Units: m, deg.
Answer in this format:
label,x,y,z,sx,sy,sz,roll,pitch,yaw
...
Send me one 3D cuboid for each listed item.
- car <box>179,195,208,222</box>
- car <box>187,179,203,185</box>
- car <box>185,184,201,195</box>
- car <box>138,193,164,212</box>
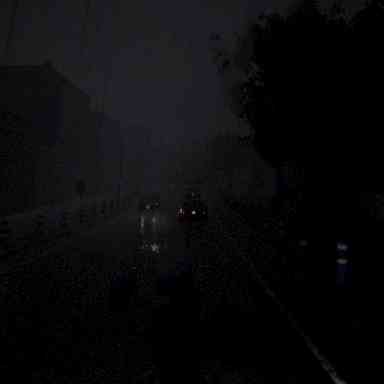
label,x,y,z,sx,sy,sz,roll,pitch,yaw
car,0.098,1.215,22.792,2.033,1.411,5.357,0,2,0
car,0.586,-1.987,71.254,1.994,1.385,4.181,1,5,34
car,0.098,0.139,42.168,1.994,1.385,4.181,0,4,0
car,-3.599,0.861,29.567,2.128,1.511,4.902,0,3,0
